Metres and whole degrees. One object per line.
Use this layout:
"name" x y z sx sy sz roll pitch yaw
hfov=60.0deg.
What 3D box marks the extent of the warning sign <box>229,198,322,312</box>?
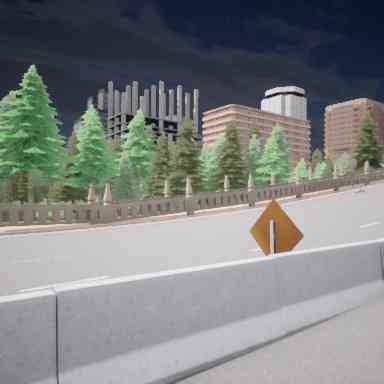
"warning sign" 1.540 1.065 6.297 1.060 1.860 1.300 1 -2 -35
